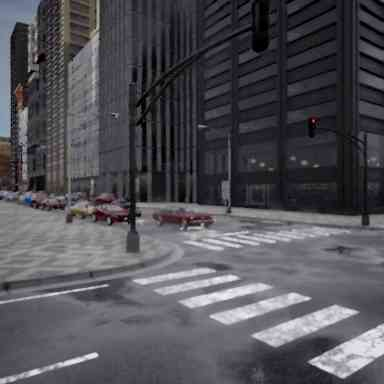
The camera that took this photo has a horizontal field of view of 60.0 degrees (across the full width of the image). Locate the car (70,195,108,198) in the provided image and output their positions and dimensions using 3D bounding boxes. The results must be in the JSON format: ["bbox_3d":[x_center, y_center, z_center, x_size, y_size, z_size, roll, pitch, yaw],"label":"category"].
[{"bbox_3d":[-11.396,1.378,36.187,2.033,1.411,5.357,0,1,-36],"label":"car"}]

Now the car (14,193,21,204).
[{"bbox_3d":[-25.436,1.203,50.876,2.008,1.369,4.403,1,0,-36],"label":"car"}]

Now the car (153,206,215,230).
[{"bbox_3d":[-0.634,1.583,21.272,1.895,1.301,4.718,0,1,-35],"label":"car"}]

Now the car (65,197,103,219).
[{"bbox_3d":[-8.843,1.432,27.958,1.752,1.417,4.829,0,0,-36],"label":"car"}]

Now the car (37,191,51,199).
[{"bbox_3d":[-35.017,0.660,78.650,2.192,1.841,5.009,1,0,-36],"label":"car"}]

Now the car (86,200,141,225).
[{"bbox_3d":[-5.643,1.495,23.540,1.887,1.381,4.507,0,0,-36],"label":"car"}]

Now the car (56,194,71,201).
[{"bbox_3d":[-25.125,1.100,64.985,1.802,1.307,4.206,1,0,-36],"label":"car"}]

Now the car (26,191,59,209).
[{"bbox_3d":[-18.836,1.073,41.763,2.192,1.841,5.009,0,0,-36],"label":"car"}]

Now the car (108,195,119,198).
[{"bbox_3d":[-8.633,1.353,42.206,1.947,1.339,4.313,0,0,-36],"label":"car"}]

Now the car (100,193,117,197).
[{"bbox_3d":[-11.929,1.052,46.761,2.192,1.841,5.009,0,0,-36],"label":"car"}]

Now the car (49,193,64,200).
[{"bbox_3d":[-28.423,1.006,69.540,1.887,1.381,4.507,1,0,-36],"label":"car"}]

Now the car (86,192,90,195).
[{"bbox_3d":[-18.525,0.946,55.872,2.192,1.841,5.009,1,0,-36],"label":"car"}]

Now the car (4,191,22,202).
[{"bbox_3d":[-32.031,0.980,59.987,1.967,1.590,4.097,1,0,-36],"label":"car"}]

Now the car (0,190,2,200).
[{"bbox_3d":[-38.627,0.740,69.098,2.192,1.841,5.009,1,0,-36],"label":"car"}]

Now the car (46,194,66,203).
[{"bbox_3d":[-24.391,1.065,59.572,2.128,1.511,4.902,0,1,-36],"label":"car"}]

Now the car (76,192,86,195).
[{"bbox_3d":[-18.614,1.022,51.597,2.097,1.767,4.553,0,1,-36],"label":"car"}]

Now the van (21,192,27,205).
[{"bbox_3d":[-22.135,1.047,46.319,1.690,1.788,3.998,0,0,-36],"label":"van"}]

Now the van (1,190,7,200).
[{"bbox_3d":[-35.328,0.824,64.542,1.690,1.788,3.998,1,0,-36],"label":"van"}]

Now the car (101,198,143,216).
[{"bbox_3d":[-5.907,1.473,28.602,1.994,1.385,4.181,0,1,-36],"label":"car"}]

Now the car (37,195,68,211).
[{"bbox_3d":[-15.540,1.354,37.207,1.887,1.381,4.507,0,0,-36],"label":"car"}]
